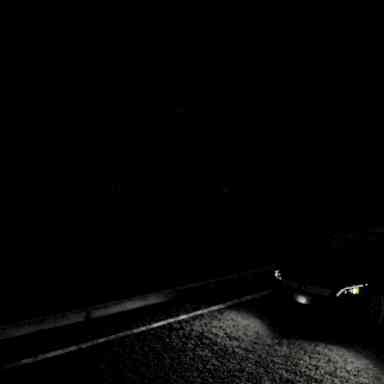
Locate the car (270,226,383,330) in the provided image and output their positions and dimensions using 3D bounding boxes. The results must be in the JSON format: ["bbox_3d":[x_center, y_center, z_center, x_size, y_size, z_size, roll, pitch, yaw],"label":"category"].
[{"bbox_3d":[3.601,1.512,7.084,4.674,1.442,1.812,0,0,-41],"label":"car"}]
